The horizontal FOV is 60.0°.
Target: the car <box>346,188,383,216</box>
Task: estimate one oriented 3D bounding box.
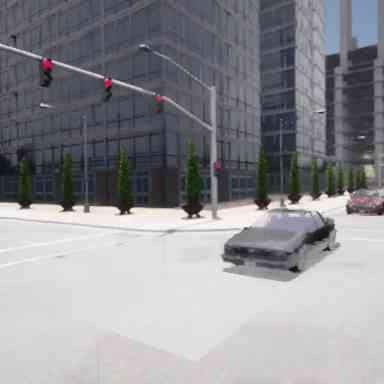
[{"bbox_3d":[11.937,0.566,22.620,2.097,1.767,4.553,0,2,36],"label":"car"}]

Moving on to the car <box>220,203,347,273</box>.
[{"bbox_3d":[2.924,1.233,10.017,2.033,1.411,5.357,0,2,36],"label":"car"}]
